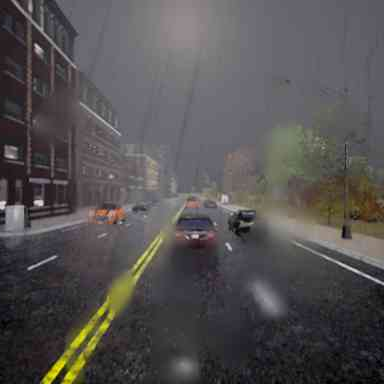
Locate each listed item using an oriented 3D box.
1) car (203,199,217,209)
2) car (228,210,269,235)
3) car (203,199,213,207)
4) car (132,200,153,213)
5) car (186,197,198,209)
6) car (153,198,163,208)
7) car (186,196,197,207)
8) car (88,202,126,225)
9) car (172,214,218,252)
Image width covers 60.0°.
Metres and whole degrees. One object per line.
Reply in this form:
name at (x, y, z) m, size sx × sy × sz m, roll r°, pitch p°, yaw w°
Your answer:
car at (3.227, 2.144, 56.807) m, size 1.994 × 1.385 × 4.181 m, roll 0°, pitch -1°, yaw 0°
car at (3.340, 1.770, 20.246) m, size 1.994 × 1.385 × 4.181 m, roll 0°, pitch -1°, yaw 0°
car at (3.222, 2.216, 66.812) m, size 1.812 × 1.442 × 4.674 m, roll 0°, pitch -1°, yaw 0°
car at (-6.610, 2.043, 43.486) m, size 1.895 × 1.301 × 4.718 m, roll 0°, pitch -1°, yaw 0°
car at (-0.023, 1.932, 56.777) m, size 2.097 × 1.767 × 4.553 m, roll 0°, pitch -1°, yaw 0°
car at (-6.525, 1.986, 61.007) m, size 2.097 × 1.767 × 4.553 m, roll 0°, pitch -1°, yaw 0°
car at (-0.028, 1.932, 66.843) m, size 2.150 × 2.045 × 5.566 m, roll 0°, pitch -1°, yaw 0°
car at (-6.609, 1.617, 26.180) m, size 2.097 × 1.767 × 4.553 m, roll 0°, pitch -1°, yaw 0°
car at (0.112, 1.682, 14.547) m, size 2.033 × 1.411 × 5.357 m, roll 1°, pitch -1°, yaw 0°
